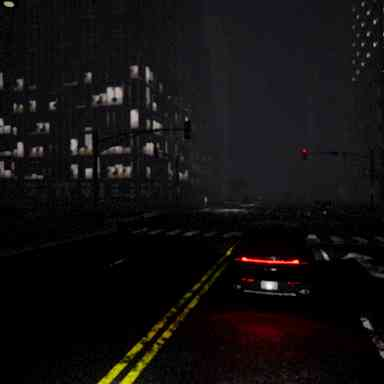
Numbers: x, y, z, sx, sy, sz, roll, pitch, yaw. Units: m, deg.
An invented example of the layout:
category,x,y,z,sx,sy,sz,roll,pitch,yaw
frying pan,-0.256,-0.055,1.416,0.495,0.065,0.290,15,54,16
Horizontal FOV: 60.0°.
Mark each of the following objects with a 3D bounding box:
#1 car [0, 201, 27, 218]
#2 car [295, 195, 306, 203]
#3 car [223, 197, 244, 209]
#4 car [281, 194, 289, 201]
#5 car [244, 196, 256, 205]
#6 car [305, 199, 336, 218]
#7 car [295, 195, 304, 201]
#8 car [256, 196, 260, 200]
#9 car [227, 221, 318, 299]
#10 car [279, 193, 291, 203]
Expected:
category,x,y,z,sx,sy,sz,roll,pitch,yaw
car,-16.016,1.436,27.913,4.313,1.339,1.947,1,1,17
car,22.715,1.491,69.150,2.033,1.411,5.357,0,0,16
car,5.476,1.510,44.529,1.812,1.442,4.674,0,0,16
car,22.438,1.258,80.062,1.882,1.535,5.008,0,0,16
car,10.028,1.496,60.421,1.812,1.442,4.674,0,0,16
car,11.574,1.458,29.579,2.128,1.511,4.902,0,0,16
car,25.564,1.333,79.173,1.994,1.385,4.181,0,0,16
car,14.424,1.466,75.645,1.812,1.442,4.674,0,0,16
car,2.114,1.503,8.580,1.837,1.490,4.892,0,0,16
car,19.598,1.177,70.070,2.150,2.045,5.566,0,0,16
